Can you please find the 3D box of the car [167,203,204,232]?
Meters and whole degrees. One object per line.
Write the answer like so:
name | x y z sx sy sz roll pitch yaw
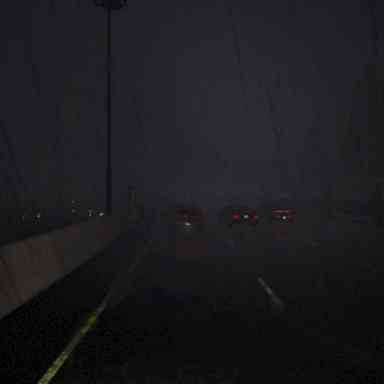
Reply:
car | -0.394 1.488 20.144 1.837 1.490 4.892 0 0 -5

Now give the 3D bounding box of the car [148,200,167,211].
car | -4.141 1.567 40.574 1.895 1.301 4.718 0 0 -16

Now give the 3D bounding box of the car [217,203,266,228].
car | 2.967 1.529 22.315 2.033 1.411 5.357 0 0 -6

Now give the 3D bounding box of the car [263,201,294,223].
car | 6.070 1.486 25.329 1.837 1.490 4.892 0 1 -7
